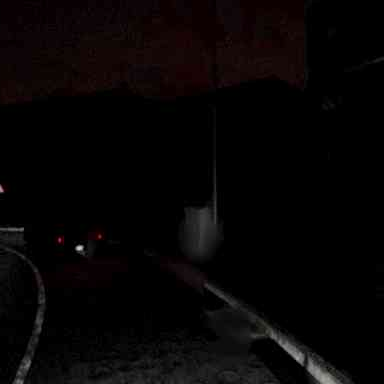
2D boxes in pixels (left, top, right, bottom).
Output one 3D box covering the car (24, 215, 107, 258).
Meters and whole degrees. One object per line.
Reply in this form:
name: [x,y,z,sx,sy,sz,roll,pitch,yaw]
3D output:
car: [-5.016,1.547,12.691,1.895,1.301,4.718,-1,0,-37]
